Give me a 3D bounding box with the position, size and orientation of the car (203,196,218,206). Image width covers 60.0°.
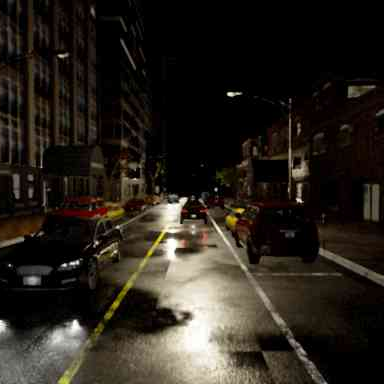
[{"bbox_3d":[2.709,1.262,50.227,1.947,1.339,4.313,-1,0,0],"label":"car"}]

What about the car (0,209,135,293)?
[{"bbox_3d":[-3.094,1.436,8.889,2.128,1.511,4.902,0,1,0],"label":"car"}]

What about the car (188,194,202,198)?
[{"bbox_3d":[0.126,1.281,44.157,2.033,1.411,5.357,0,0,0],"label":"car"}]

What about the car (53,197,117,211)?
[{"bbox_3d":[-5.694,1.212,17.034,2.192,1.841,5.009,-1,0,0],"label":"car"}]

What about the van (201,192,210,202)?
[{"bbox_3d":[2.716,0.938,66.828,1.690,1.788,3.998,-1,0,0],"label":"van"}]

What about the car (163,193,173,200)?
[{"bbox_3d":[-5.656,0.970,77.918,1.967,1.590,4.097,-1,0,0],"label":"car"}]

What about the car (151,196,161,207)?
[{"bbox_3d":[-5.675,1.257,44.539,1.752,1.417,4.829,-1,0,0],"label":"car"}]

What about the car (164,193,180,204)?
[{"bbox_3d":[-3.002,1.163,54.467,2.128,1.511,4.902,0,0,1],"label":"car"}]

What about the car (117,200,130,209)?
[{"bbox_3d":[-5.688,1.390,22.401,1.752,1.417,4.829,-1,0,0],"label":"car"}]

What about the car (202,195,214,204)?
[{"bbox_3d":[2.713,1.245,55.761,1.802,1.307,4.206,-1,0,0],"label":"car"}]

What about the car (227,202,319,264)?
[{"bbox_3d":[2.682,1.245,11.485,2.192,1.841,5.009,-1,0,0],"label":"car"}]

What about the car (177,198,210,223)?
[{"bbox_3d":[0.116,1.382,23.825,1.812,1.442,4.674,0,0,0],"label":"car"}]

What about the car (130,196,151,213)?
[{"bbox_3d":[-5.681,1.342,33.640,1.887,1.381,4.507,-1,0,0],"label":"car"}]

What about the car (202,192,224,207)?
[{"bbox_3d":[2.699,1.078,39.157,2.192,1.841,5.009,-1,0,0],"label":"car"}]

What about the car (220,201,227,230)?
[{"bbox_3d":[2.689,1.421,17.190,1.752,1.417,4.829,-1,0,0],"label":"car"}]
